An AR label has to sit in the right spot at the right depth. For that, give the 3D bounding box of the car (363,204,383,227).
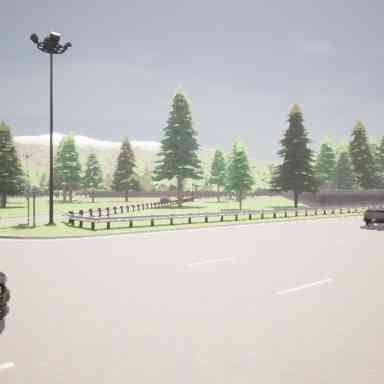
[{"bbox_3d":[13.026,1.492,21.588,4.902,1.511,2.128,0,0,-35],"label":"car"}]

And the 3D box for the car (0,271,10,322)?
[{"bbox_3d":[-5.218,1.477,4.327,5.008,1.535,1.882,0,0,-35],"label":"car"}]

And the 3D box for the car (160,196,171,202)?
[{"bbox_3d":[-5.550,1.525,69.790,1.812,1.442,4.674,0,0,5],"label":"car"}]
